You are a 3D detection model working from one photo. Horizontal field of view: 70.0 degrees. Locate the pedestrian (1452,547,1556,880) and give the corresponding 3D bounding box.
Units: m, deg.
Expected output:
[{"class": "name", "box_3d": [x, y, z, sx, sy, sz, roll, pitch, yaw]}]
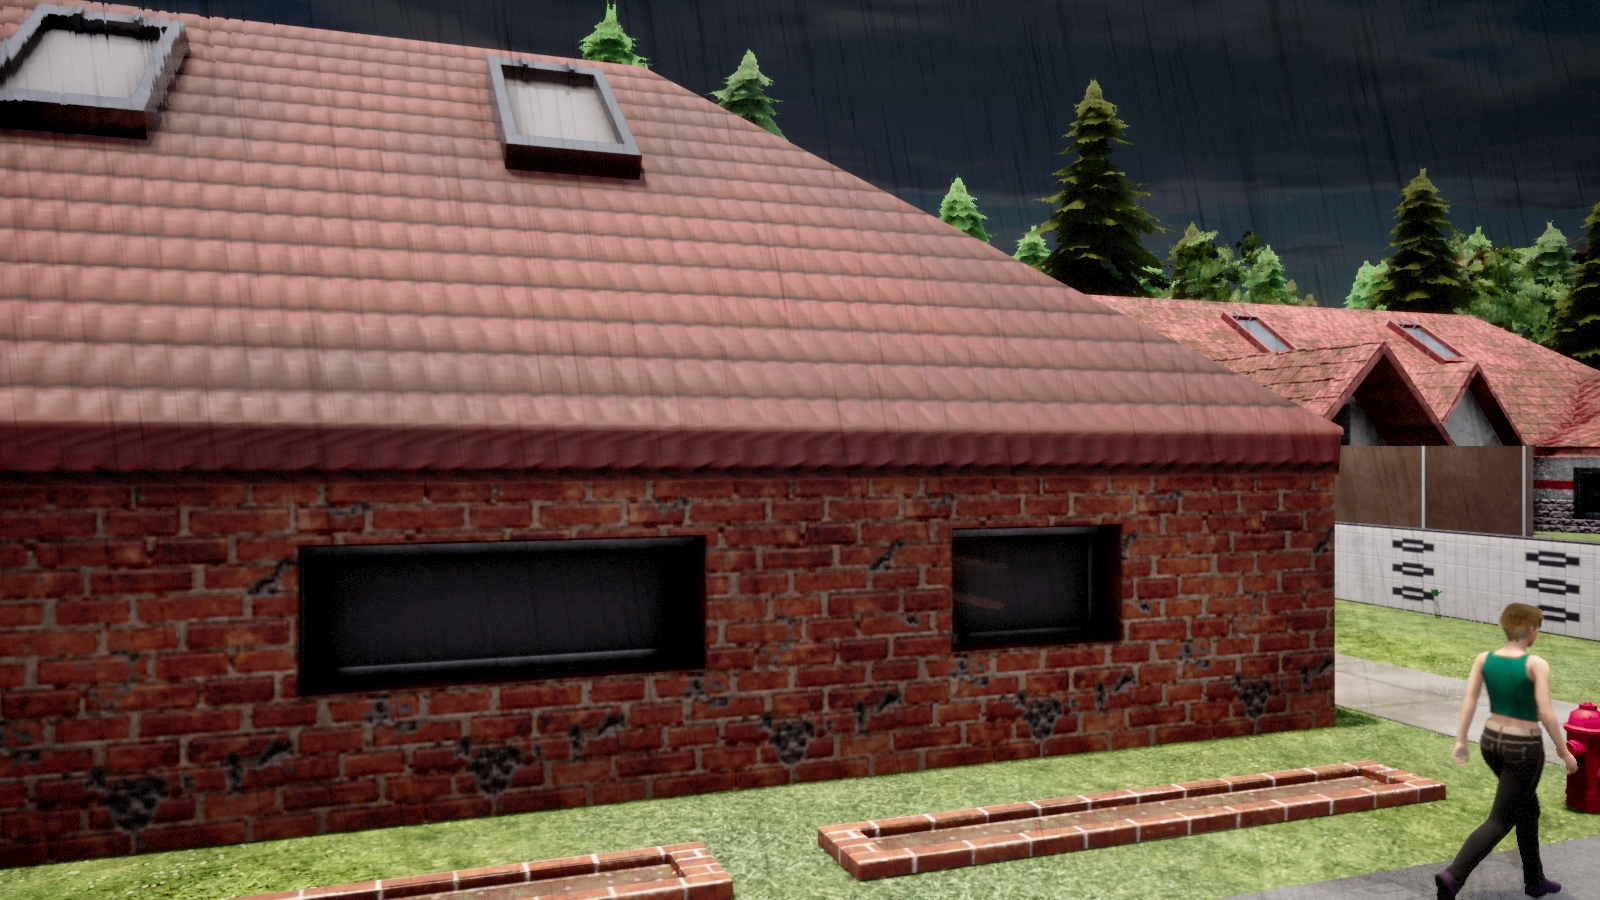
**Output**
[{"class": "pedestrian", "box_3d": [4.162, 1.524, 6.762, 0.375, 1.860, 0.375, 0, 0, -20]}]
